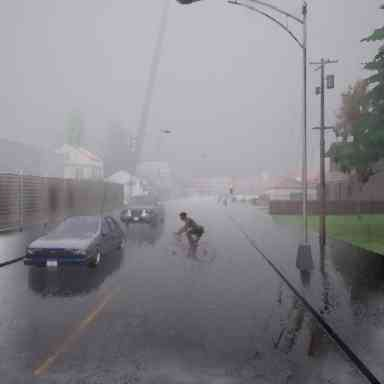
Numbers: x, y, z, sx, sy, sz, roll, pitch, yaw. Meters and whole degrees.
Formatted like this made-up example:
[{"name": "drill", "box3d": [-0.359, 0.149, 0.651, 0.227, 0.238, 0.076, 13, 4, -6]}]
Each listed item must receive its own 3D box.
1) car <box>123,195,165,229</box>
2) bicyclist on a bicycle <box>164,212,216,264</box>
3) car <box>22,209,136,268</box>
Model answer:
[{"name": "car", "box3d": [-3.145, 1.220, 22.205, 2.150, 2.045, 5.566, 0, 0, 3]}, {"name": "bicyclist on a bicycle", "box3d": [-0.088, 1.447, 10.350, 1.656, 1.620, 0.582, -2, 0, 3]}, {"name": "car", "box3d": [-3.652, 1.547, 11.635, 2.033, 1.411, 5.357, 0, 0, 3]}]
